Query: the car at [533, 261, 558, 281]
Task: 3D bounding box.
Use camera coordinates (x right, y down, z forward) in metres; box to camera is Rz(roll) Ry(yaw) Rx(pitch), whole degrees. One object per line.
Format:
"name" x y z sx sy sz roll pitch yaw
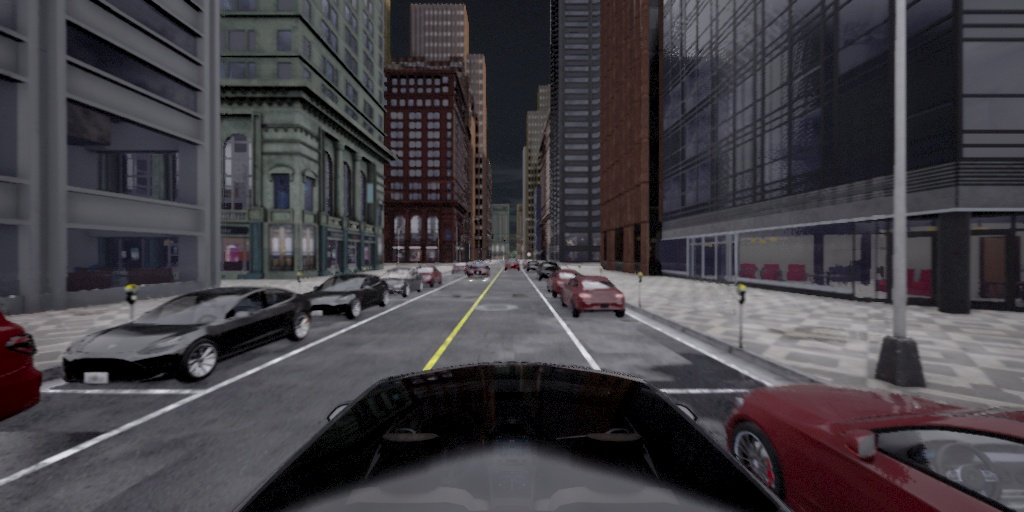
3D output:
"car" 3.003 1.263 29.916 1.837 1.490 4.892 0 0 0

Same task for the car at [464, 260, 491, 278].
"car" -3.088 1.324 34.400 1.994 1.385 4.181 0 0 0

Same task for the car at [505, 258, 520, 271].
"car" 0.058 1.126 50.258 2.097 1.767 4.553 0 0 1

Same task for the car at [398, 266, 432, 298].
"car" -5.761 1.302 18.422 2.007 1.370 4.403 0 0 0

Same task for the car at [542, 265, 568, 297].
"car" 2.764 1.334 18.427 1.802 1.307 4.207 0 0 0

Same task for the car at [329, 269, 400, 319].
"car" -5.762 1.316 12.785 1.948 1.339 4.313 0 0 0

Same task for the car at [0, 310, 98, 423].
"car" -5.763 1.065 1.512 2.192 1.841 5.009 0 0 0

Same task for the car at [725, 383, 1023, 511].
"car" 2.762 1.332 1.517 1.802 1.307 4.207 0 0 0

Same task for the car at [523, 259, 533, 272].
"car" 2.767 1.336 46.606 1.948 1.339 4.313 0 0 0

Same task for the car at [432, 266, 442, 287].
"car" -5.761 1.336 24.059 1.802 1.307 4.207 0 0 0

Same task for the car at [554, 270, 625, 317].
"car" 2.763 1.333 12.790 1.802 1.307 4.207 0 0 0

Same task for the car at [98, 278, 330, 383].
"car" -5.762 1.316 7.149 1.948 1.339 4.313 0 0 0

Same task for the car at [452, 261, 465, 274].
"car" -5.759 1.347 40.968 1.802 1.307 4.207 0 0 0
